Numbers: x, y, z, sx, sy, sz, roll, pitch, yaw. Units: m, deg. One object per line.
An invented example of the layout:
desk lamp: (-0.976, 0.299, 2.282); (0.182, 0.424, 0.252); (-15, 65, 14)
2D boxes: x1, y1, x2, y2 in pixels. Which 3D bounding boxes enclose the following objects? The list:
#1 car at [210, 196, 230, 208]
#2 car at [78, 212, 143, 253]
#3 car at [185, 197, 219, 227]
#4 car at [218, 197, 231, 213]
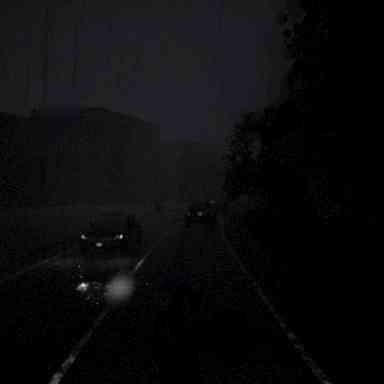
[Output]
car: (4.841, 1.669, 57.062); (2.097, 1.767, 4.553); (2, 0, 21)
car: (-3.287, 1.633, 14.285); (1.812, 1.442, 4.674); (0, 0, 1)
car: (0.735, 1.525, 24.436); (2.097, 1.767, 4.553); (0, 0, 5)
car: (3.712, 1.749, 42.056); (1.882, 1.535, 5.008); (1, 0, 13)
